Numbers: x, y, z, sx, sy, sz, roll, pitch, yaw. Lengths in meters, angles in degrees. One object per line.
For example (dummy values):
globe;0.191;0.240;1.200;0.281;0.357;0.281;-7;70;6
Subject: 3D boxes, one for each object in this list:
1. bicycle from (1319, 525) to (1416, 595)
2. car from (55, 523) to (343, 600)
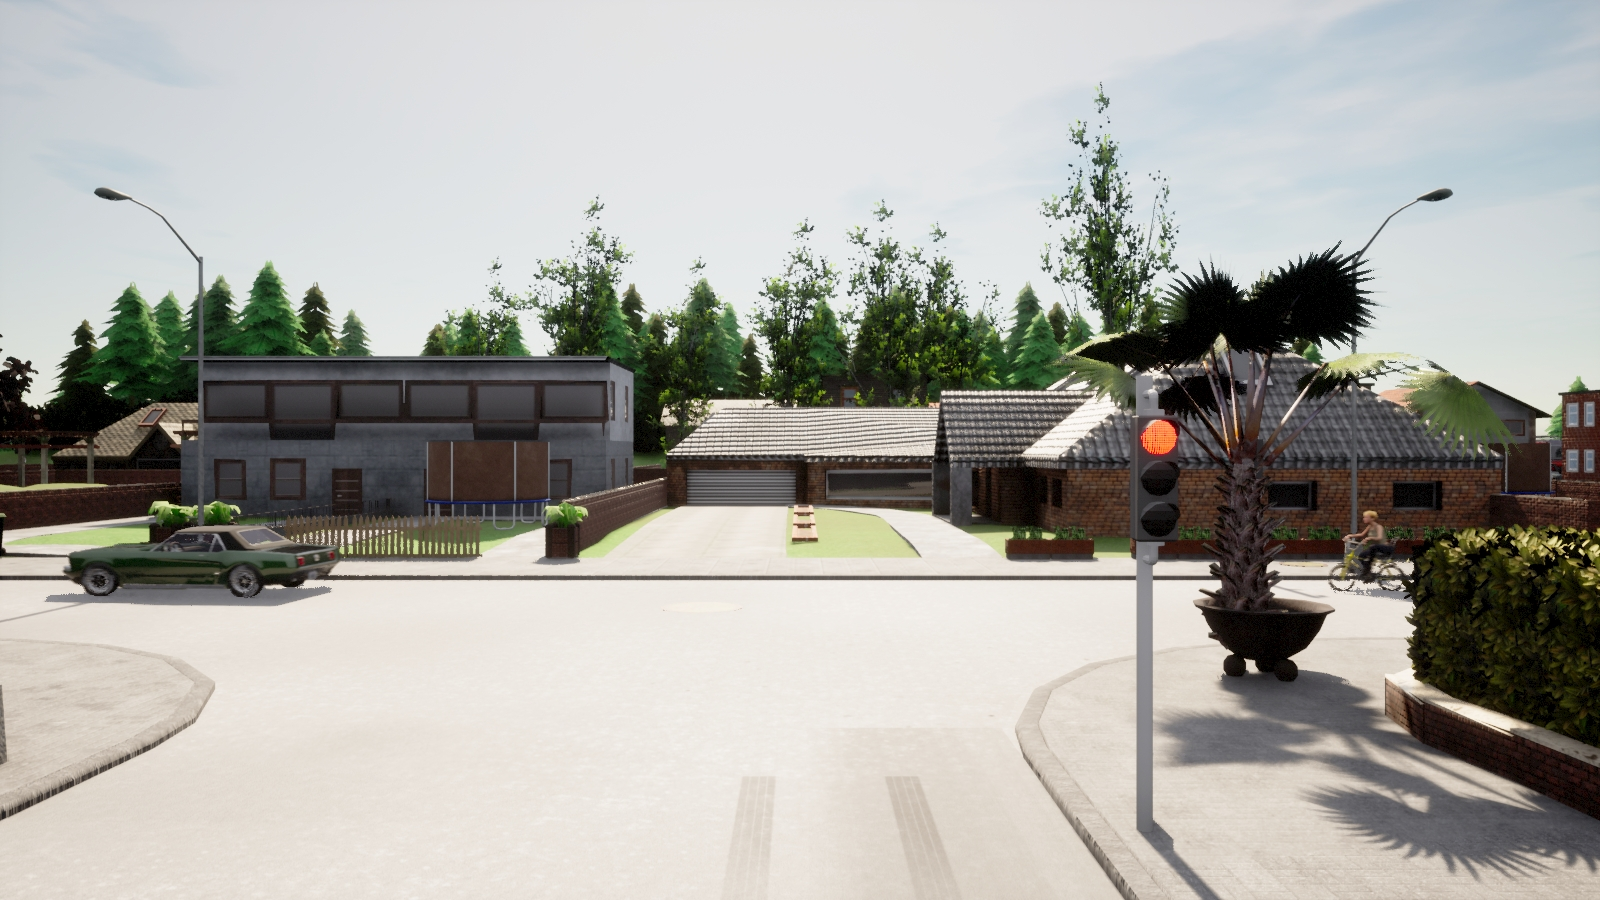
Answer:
bicycle;11.131;2.149;22.442;1.487;1.276;0.859;0;0;0
car;-11.676;2.146;22.386;4.718;1.301;1.895;0;0;4
